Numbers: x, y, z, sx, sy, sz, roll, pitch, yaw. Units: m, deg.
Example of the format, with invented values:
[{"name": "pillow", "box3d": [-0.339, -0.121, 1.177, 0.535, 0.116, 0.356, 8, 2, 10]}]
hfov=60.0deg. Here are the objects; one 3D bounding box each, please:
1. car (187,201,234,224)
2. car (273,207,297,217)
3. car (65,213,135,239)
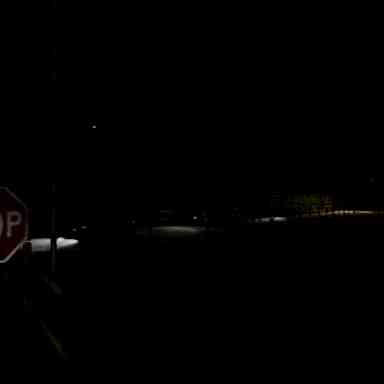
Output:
[{"name": "car", "box3d": [1.844, 1.892, 30.258, 2.150, 2.045, 5.566, 1, -1, 35]}, {"name": "car", "box3d": [12.709, 2.746, 45.537, 1.895, 1.301, 4.718, 0, -1, 36]}, {"name": "car", "box3d": [-5.402, 1.957, 20.013, 1.994, 1.385, 4.181, 1, -1, 36]}]
